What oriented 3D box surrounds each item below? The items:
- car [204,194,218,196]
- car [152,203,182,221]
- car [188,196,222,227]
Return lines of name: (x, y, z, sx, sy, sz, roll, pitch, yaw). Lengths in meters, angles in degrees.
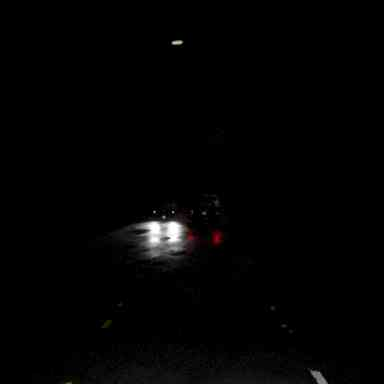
car: (2.299, 1.292, 39.722, 2.150, 2.045, 5.566, 0, 0, 6)
car: (-2.000, 1.625, 27.593, 1.895, 1.301, 4.718, 0, 0, 4)
car: (0.883, 1.367, 22.834, 2.097, 1.767, 4.553, 0, 0, 4)
